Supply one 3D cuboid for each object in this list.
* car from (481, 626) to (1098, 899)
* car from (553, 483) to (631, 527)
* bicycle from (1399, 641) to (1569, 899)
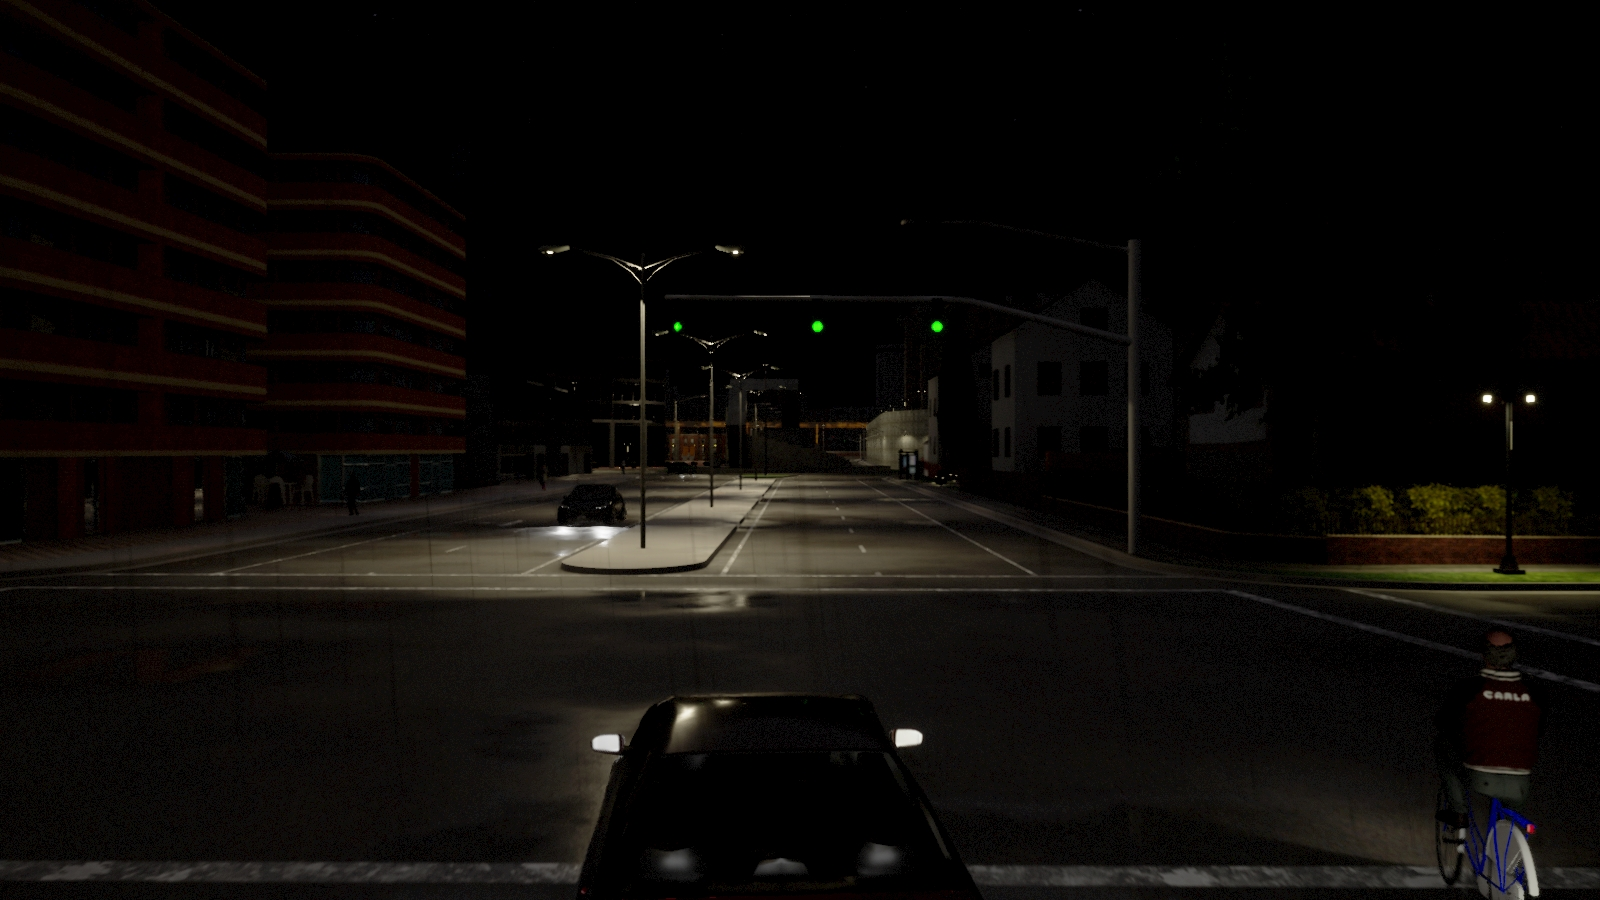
[{"bbox_3d":[-0.179,2.041,5.958,2.007,1.525,4.514,0,0,-4],"label":"car"},{"bbox_3d":[-7.943,2.068,44.088,2.163,1.488,4.792,0,0,0],"label":"car"},{"bbox_3d":[4.028,2.049,6.843,0.329,1.496,1.835,2,0,15],"label":"bicycle"}]
